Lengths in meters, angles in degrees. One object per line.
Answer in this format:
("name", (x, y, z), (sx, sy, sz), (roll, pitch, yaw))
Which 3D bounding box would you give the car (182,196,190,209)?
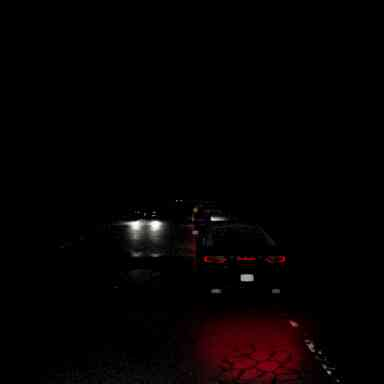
("car", (-0.025, 1.474, 45.248), (1.882, 1.535, 5.008), (0, 0, 0))

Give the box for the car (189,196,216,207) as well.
("car", (1.025, 1.346, 24.756), (2.097, 1.767, 4.553), (0, 0, 0))

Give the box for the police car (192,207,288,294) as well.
("police car", (1.042, 1.423, 8.894), (1.930, 1.638, 5.238), (0, 0, 0))

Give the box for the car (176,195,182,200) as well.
("car", (-3.594, 1.566, 94.218), (2.033, 1.411, 5.357), (0, 0, 0))

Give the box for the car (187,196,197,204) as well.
("car", (-0.063, 1.509, 64.386), (1.837, 1.490, 4.892), (0, 0, 0))

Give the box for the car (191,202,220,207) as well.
("car", (1.032, 1.521, 18.785), (1.812, 1.442, 4.674), (0, 0, 0))

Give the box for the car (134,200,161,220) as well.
("car", (-3.627, 1.499, 27.820), (1.837, 1.490, 4.892), (0, 0, 0))
